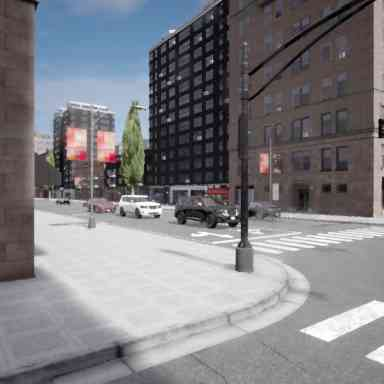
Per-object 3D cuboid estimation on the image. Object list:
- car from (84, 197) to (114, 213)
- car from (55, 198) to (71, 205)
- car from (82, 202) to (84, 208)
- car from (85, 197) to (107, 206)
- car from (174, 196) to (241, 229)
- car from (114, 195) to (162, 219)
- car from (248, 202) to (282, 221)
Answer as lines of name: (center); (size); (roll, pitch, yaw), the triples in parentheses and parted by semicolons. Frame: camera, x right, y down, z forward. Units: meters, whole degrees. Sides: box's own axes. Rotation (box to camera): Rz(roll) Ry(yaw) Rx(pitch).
car: (-10.602, 1.491, 38.878); (2.097, 1.767, 4.553); (0, 0, -36)
car: (-25.310, 1.855, 65.113); (1.895, 1.301, 4.718); (0, 0, -36)
car: (-15.592, 1.721, 51.657); (1.812, 1.442, 4.674); (0, -1, -36)
car: (-17.204, 1.718, 59.441); (2.128, 1.511, 4.902); (0, 0, -36)
car: (0.928, 1.284, 22.893); (2.150, 2.045, 5.566); (0, 0, -36)
car: (-4.942, 1.323, 31.027); (2.150, 2.045, 5.566); (0, 0, -36)
car: (5.322, 1.574, 28.255); (2.128, 1.511, 4.902); (0, 0, -36)
